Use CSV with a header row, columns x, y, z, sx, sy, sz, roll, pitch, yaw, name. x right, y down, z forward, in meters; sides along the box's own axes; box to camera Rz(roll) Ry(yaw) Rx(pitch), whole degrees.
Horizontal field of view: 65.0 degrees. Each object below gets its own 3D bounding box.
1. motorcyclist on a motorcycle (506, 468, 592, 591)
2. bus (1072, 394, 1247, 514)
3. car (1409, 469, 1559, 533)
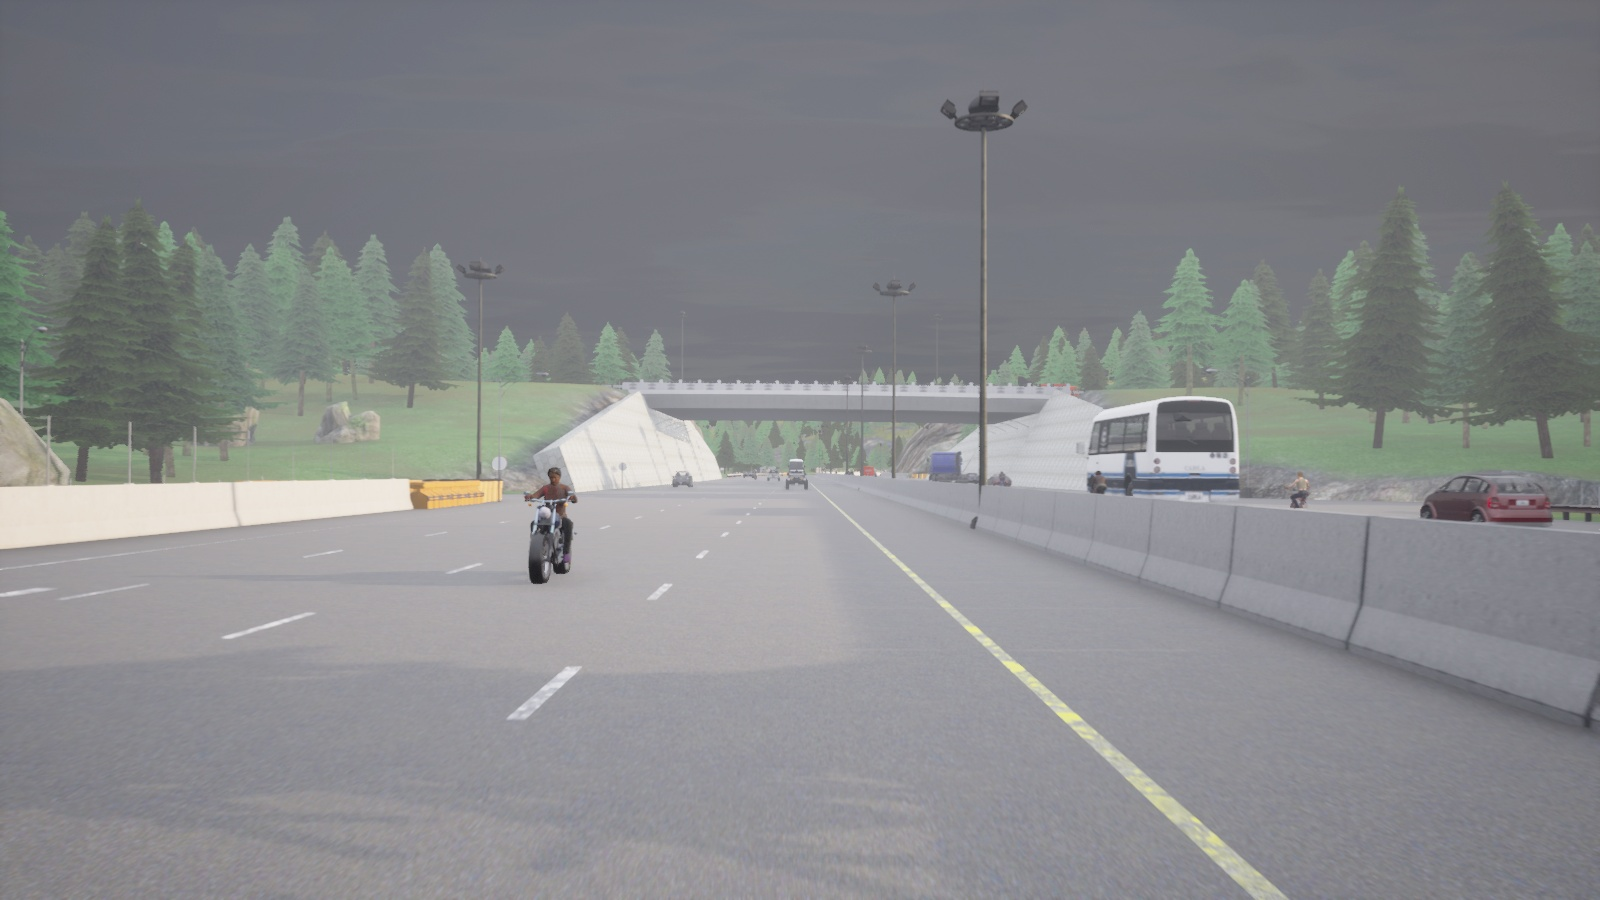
x,y,z,sx,sy,sz,roll,pitch,yaw,name
-3.553,1.080,17.988,0.766,1.649,2.350,0,-1,0,motorcyclist on a motorcycle
13.874,0.215,49.713,3.944,4.253,10.273,0,-1,0,bus
17.422,1.263,32.195,1.789,1.549,3.705,0,-1,0,car
